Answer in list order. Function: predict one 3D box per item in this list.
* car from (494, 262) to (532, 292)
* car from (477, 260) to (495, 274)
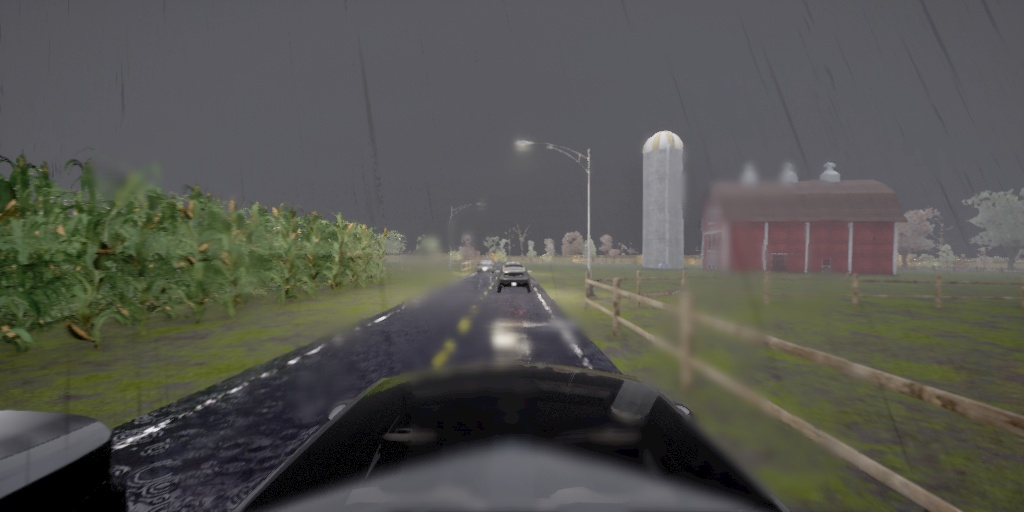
[{"bbox_3d":[0.109,1.237,21.339,1.837,1.490,4.892,0,0,0],"label":"car"},{"bbox_3d":[-2.821,1.221,40.038,2.128,1.511,4.902,0,0,0],"label":"car"}]
